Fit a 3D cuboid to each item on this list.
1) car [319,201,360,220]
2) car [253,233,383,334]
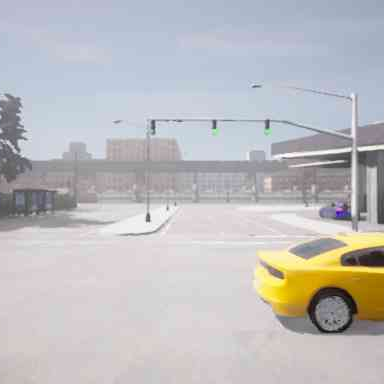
[{"bbox_3d":[13.237,1.644,30.144,2.242,1.667,4.611,0,-1,0],"label":"car"},{"bbox_3d":[3.708,1.554,6.303,5.008,1.535,1.882,0,-1,0],"label":"car"}]
